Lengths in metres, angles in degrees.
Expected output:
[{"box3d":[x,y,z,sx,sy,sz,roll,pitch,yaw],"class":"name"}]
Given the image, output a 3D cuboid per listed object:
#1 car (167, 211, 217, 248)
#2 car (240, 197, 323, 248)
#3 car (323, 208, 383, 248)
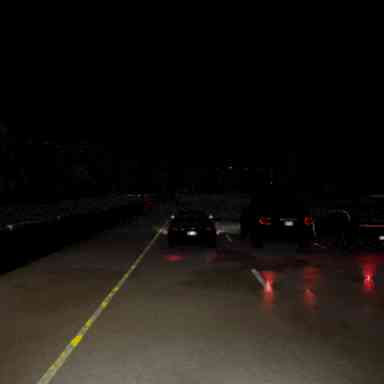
[{"box3d":[0.000,1.527,14.647,1.994,1.385,4.181,0,0,0],"class":"car"},{"box3d":[3.500,1.211,14.674,2.150,2.045,5.566,0,0,0],"class":"car"},{"box3d":[7.000,1.450,14.646,2.128,1.511,4.902,0,0,0],"class":"car"}]
